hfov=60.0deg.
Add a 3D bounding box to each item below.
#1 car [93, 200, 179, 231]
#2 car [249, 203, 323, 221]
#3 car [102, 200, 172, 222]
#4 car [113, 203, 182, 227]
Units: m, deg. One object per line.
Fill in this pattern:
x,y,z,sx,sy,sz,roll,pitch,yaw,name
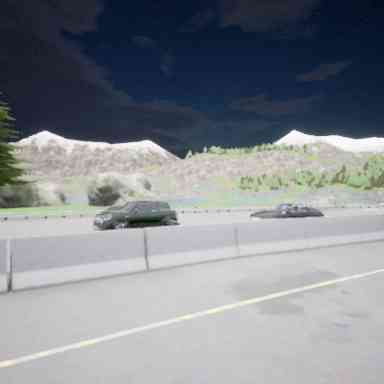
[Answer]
-3.078,1.289,18.532,4.553,1.767,2.097,0,0,-32,car
5.574,1.426,19.615,4.902,1.511,2.128,0,0,-29,car
-4.263,1.403,26.027,4.902,1.511,2.128,0,0,-31,car
-3.009,1.487,22.687,4.181,1.385,1.994,0,0,-31,car
